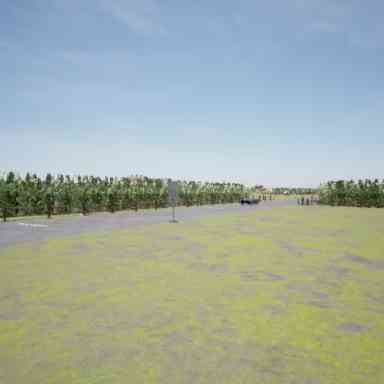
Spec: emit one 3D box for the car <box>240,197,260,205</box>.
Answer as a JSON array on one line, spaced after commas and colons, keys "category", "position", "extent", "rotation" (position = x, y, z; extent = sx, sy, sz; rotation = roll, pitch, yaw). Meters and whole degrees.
[{"category": "car", "position": [9.966, 1.567, 56.992], "extent": [1.895, 1.301, 4.718], "rotation": [0, 0, 31]}]
